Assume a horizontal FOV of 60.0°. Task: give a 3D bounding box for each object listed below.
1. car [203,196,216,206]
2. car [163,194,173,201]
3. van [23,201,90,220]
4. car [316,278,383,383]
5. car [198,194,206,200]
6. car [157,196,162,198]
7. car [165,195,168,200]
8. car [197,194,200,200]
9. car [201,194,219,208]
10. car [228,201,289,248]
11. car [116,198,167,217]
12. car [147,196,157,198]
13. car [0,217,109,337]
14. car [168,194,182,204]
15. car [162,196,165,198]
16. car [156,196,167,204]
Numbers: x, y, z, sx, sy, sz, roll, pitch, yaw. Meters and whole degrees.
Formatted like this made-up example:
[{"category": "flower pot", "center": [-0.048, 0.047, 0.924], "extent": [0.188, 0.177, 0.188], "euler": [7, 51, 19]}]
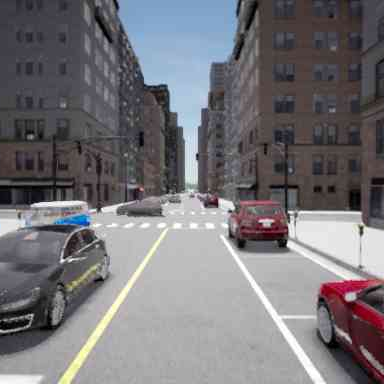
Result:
[{"category": "car", "center": [2.752, 1.430, 52.744], "extent": [1.752, 1.417, 4.829], "euler": [-1, 0, 0]}, {"category": "car", "center": [-5.775, 1.321, 80.098], "extent": [1.967, 1.590, 4.097], "euler": [-1, 0, 0]}, {"category": "van", "center": [-5.774, 1.314, 14.624], "extent": [1.690, 1.788, 3.998], "euler": [-1, 0, 0]}, {"category": "car", "center": [2.753, 1.539, 3.407], "extent": [1.887, 1.381, 4.507], "euler": [-1, 0, 0]}, {"category": "car", "center": [2.749, 1.316, 91.109], "extent": [1.967, 1.590, 4.097], "euler": [-1, 0, 0]}, {"category": "car", "center": [-5.774, 1.353, 47.068], "extent": [1.967, 1.590, 4.097], "euler": [-1, 0, 0]}, {"category": "car", "center": [-5.773, 1.464, 58.077], "extent": [1.947, 1.339, 4.313], "euler": [-1, 0, 0]}, {"category": "car", "center": [2.751, 1.435, 74.593], "extent": [2.008, 1.369, 4.403], "euler": [-1, 0, 0]}, {"category": "car", "center": [2.749, 1.228, 47.068], "extent": [2.192, 1.841, 5.009], "euler": [-1, 0, 0]}, {"category": "car", "center": [2.750, 1.288, 14.625], "extent": [2.192, 1.841, 5.009], "euler": [-1, 0, 0]}, {"category": "car", "center": [-4.614, 1.463, 29.731], "extent": [4.181, 1.385, 1.994], "euler": [0, 1, 0]}, {"category": "car", "center": [-5.772, 1.503, 41.563], "extent": [1.802, 1.307, 4.206], "euler": [-1, 0, 0]}, {"category": "car", "center": [-3.088, 1.494, 6.916], "extent": [1.837, 1.490, 4.892], "euler": [0, 0, 0]}, {"category": "car", "center": [-3.032, 1.247, 61.589], "extent": [2.097, 1.767, 4.553], "euler": [0, 0, 0]}, {"category": "car", "center": [-5.773, 1.431, 52.402], "extent": [1.752, 1.417, 4.829], "euler": [-1, 0, 0]}, {"category": "car", "center": [-5.774, 1.418, 63.413], "extent": [1.752, 1.417, 4.829], "euler": [-1, 0, 0]}]
